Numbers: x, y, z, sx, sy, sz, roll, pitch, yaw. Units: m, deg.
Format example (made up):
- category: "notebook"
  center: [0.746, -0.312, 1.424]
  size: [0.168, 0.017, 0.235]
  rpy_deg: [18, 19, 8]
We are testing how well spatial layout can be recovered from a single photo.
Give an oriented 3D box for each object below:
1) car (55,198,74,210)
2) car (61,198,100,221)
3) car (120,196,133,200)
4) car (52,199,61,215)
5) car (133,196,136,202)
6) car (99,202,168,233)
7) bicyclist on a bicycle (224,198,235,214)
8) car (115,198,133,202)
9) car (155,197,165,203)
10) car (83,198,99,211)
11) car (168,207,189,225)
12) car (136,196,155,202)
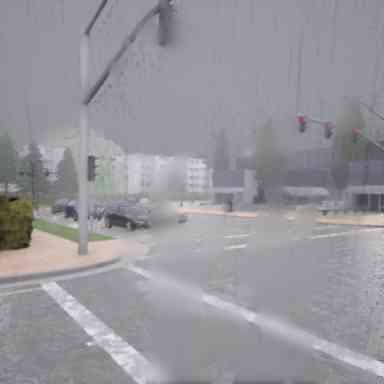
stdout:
- category: "car"
  center: [-17.200, 1.596, 45.028]
  size: [1.837, 1.490, 4.892]
  rpy_deg: [0, 0, -14]
- category: "car"
  center: [-9.067, 1.416, 27.692]
  size: [2.097, 1.767, 4.553]
  rpy_deg: [0, 0, -34]
- category: "car"
  center: [-11.455, 1.707, 54.183]
  size: [2.033, 1.411, 5.357]
  rpy_deg: [0, 0, -4]
- category: "car"
  center: [-13.794, 1.671, 35.412]
  size: [1.895, 1.301, 4.718]
  rpy_deg: [0, 0, -25]
- category: "car"
  center: [-11.114, 1.555, 64.466]
  size: [2.097, 1.767, 4.553]
  rpy_deg: [0, 0, 11]
- category: "car"
  center: [-3.733, 1.568, 20.408]
  size: [1.837, 1.490, 4.892]
  rpy_deg: [0, 0, -38]
- category: "bicyclist on a bicycle"
  center: [3.916, 1.463, 34.755]
  size: [1.656, 1.620, 0.582]
  rpy_deg: [0, 0, -38]
- category: "car"
  center: [-7.999, 1.635, 31.980]
  size: [2.033, 1.411, 5.357]
  rpy_deg: [0, 0, -35]
- category: "car"
  center: [-6.896, 1.729, 67.229]
  size: [2.128, 1.511, 4.902]
  rpy_deg: [0, 0, 17]
- category: "car"
  center: [-13.098, 1.583, 43.201]
  size: [1.882, 1.535, 5.008]
  rpy_deg: [0, 0, -17]
- category: "car"
  center: [-2.277, 1.687, 24.214]
  size: [1.895, 1.301, 4.718]
  rpy_deg: [0, 0, -37]
- category: "car"
  center: [-8.011, 1.716, 57.314]
  size: [1.812, 1.442, 4.674]
  rpy_deg: [0, 0, -1]
